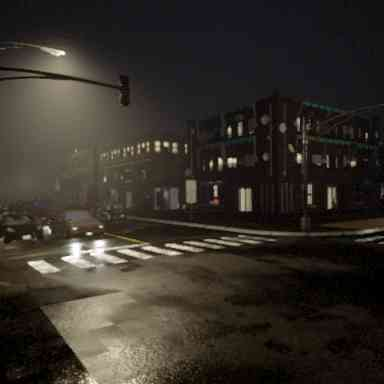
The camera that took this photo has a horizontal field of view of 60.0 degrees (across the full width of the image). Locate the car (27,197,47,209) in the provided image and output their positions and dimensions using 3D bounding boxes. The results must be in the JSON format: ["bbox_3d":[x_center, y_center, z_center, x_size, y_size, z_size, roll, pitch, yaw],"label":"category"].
[{"bbox_3d":[-26.304,1.877,56.358,2.192,1.841,5.009,-2,0,-35],"label":"car"}]

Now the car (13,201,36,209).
[{"bbox_3d":[-18.623,1.970,35.631,2.033,1.411,5.357,-1,0,-35],"label":"car"}]

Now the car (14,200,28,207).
[{"bbox_3d":[-35.929,2.302,69.886,1.947,1.339,4.313,-2,0,-35],"label":"car"}]

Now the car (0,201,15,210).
[{"bbox_3d":[-17.072,1.834,28.952,1.967,1.590,4.097,-2,0,-35],"label":"car"}]

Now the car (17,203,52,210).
[{"bbox_3d":[-12.524,1.867,27.031,1.994,1.385,4.181,-1,0,-37],"label":"car"}]

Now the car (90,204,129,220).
[{"bbox_3d":[-7.034,1.745,29.306,2.008,1.369,4.403,-2,0,-35],"label":"car"}]

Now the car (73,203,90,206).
[{"bbox_3d":[-10.244,1.839,33.816,1.802,1.307,4.206,-2,0,-35],"label":"car"}]

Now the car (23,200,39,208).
[{"bbox_3d":[-29.508,2.165,60.868,1.887,1.381,4.507,-2,0,-35],"label":"car"}]

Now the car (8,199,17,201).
[{"bbox_3d":[-29.309,2.125,56.144,1.837,1.490,4.892,-1,0,-36],"label":"car"}]

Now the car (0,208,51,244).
[{"bbox_3d":[-9.118,1.802,17.578,1.947,1.339,4.313,-2,0,-35],"label":"car"}]

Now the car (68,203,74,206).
[{"bbox_3d":[-13.453,1.902,38.324,1.802,1.307,4.206,-2,0,-35],"label":"car"}]

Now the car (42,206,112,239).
[{"bbox_3d":[-6.713,1.735,18.890,2.033,1.411,5.357,-1,0,-36],"label":"car"}]

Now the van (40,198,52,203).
[{"bbox_3d":[-23.093,1.844,51.849,1.690,1.788,3.998,-2,0,-35],"label":"van"}]

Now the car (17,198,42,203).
[{"bbox_3d":[-23.597,2.041,48.119,1.812,1.442,4.674,-1,0,-35],"label":"car"}]

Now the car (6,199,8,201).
[{"bbox_3d":[-45.564,2.348,83.411,1.967,1.590,4.097,-2,1,-35],"label":"car"}]
